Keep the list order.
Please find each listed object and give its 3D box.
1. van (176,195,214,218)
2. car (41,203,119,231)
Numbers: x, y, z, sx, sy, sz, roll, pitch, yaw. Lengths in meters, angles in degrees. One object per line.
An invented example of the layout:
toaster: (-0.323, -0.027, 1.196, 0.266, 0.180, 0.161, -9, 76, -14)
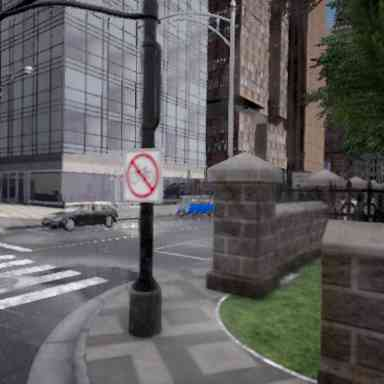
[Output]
van: (0.342, 1.174, 27.451, 1.690, 1.788, 3.998, 1, 0, 36)
car: (-6.087, 1.314, 18.463, 2.008, 1.369, 4.403, 1, 0, 36)
